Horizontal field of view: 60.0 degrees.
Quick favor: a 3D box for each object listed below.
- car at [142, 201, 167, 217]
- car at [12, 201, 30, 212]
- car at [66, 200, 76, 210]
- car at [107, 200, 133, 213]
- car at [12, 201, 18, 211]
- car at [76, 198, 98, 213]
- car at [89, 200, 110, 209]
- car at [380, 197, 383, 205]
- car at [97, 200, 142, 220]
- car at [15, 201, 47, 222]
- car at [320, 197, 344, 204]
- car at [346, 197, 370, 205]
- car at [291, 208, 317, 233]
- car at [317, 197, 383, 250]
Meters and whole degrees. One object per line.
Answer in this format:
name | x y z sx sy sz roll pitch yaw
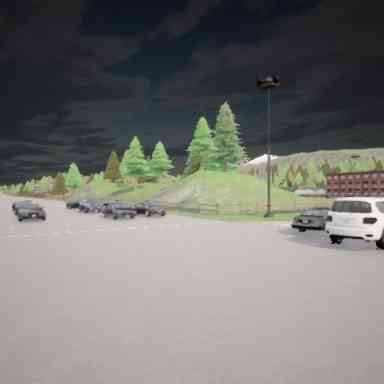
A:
car | -4.149 1.649 32.874 1.837 1.490 4.892 0 0 -30
car | -22.937 1.843 44.529 1.895 1.301 4.718 0 0 -30
car | -16.828 1.840 48.041 1.895 1.301 4.718 0 0 -30
car | -9.046 1.756 41.434 1.994 1.385 4.181 0 0 -30
car | -17.957 1.672 35.816 1.882 1.535 5.008 0 0 -30
car | -11.802 1.542 39.177 2.097 1.767 4.553 0 0 -30
car | -13.989 1.841 50.157 1.895 1.301 4.718 0 0 -30
car | 37.288 1.698 61.975 1.994 1.385 4.181 0 0 -5
car | -6.716 1.688 30.310 2.033 1.411 5.357 0 0 -30
car | -13.515 1.715 28.089 1.994 1.385 4.181 0 0 -30
car | 29.034 1.721 69.119 1.812 1.442 4.674 0 0 -19
car | 33.183 1.699 66.561 1.812 1.442 4.674 0 0 -12
car | 7.829 1.605 19.355 5.357 1.411 2.033 0 0 -43
car | 8.084 1.260 14.908 5.566 2.045 2.150 0 0 -42
